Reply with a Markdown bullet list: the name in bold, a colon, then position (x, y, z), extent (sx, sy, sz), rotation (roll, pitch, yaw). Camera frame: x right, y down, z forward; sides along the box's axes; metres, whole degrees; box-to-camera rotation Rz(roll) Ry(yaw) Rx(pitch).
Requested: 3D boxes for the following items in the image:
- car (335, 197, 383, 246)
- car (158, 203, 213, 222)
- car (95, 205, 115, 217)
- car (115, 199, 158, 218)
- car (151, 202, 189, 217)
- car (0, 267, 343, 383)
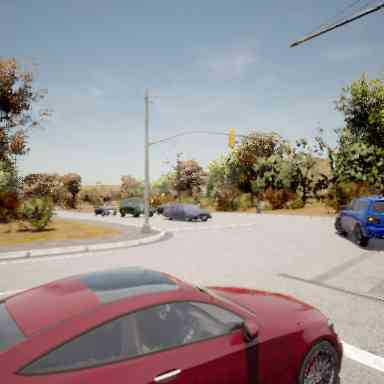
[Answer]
- **car**: position (8.325, 1.245, 15.284), extent (2.150, 2.045, 5.566), rotation (1, 0, 11)
- **car**: position (-0.510, 1.731, 28.229), extent (2.033, 1.411, 5.357), rotation (0, -2, -34)
- **car**: position (-11.764, 2.559, 45.211), extent (2.128, 1.511, 4.902), rotation (0, -3, -33)
- **car**: position (-6.151, 1.776, 36.733), extent (2.150, 2.045, 5.566), rotation (0, -3, -34)
- **car**: position (-2.611, 2.010, 38.046), extent (2.128, 1.511, 4.902), rotation (0, -3, -33)
- **car**: position (-0.446, 1.527, 3.317), extent (4.674, 1.442, 1.812), rotation (0, 0, -35)
